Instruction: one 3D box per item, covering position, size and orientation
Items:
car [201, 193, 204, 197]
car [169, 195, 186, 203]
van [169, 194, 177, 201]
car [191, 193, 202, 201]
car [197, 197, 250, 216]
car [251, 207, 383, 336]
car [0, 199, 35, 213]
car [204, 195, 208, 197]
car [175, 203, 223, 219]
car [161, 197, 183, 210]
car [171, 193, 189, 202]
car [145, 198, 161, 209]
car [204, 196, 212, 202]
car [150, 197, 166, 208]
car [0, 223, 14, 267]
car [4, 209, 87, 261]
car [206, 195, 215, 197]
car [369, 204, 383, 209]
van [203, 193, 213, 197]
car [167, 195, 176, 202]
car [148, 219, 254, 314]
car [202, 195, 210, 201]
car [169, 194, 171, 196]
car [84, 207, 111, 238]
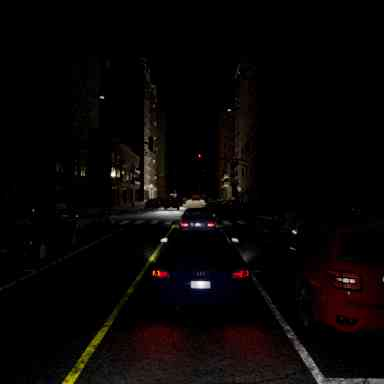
[{"bbox_3d":[3.554,1.334,67.566,2.192,1.841,5.009,1,0,1],"label":"car"},{"bbox_3d":[-2.411,1.613,52.631,1.895,1.301,4.718,0,0,1],"label":"car"},{"bbox_3d":[-4.748,1.370,84.702,1.690,1.788,3.998,1,0,1],"label":"van"},{"bbox_3d":[1.103,1.507,84.820,1.882,1.535,5.008,0,0,1],"label":"car"},{"bbox_3d":[3.150,1.548,32.140,4.902,1.511,2.128,1,-1,1],"label":"car"},{"bbox_3d":[2.756,1.316,6.609,2.192,1.841,5.009,1,0,1],"label":"car"},{"bbox_3d":[-16.412,1.342,29.303,4.902,1.511,2.128,1,-1,1],"label":"car"},{"bbox_3d":[3.403,1.596,56.220,1.802,1.307,4.206,1,0,1],"label":"car"},{"bbox_3d":[0.276,1.551,17.799,2.033,1.411,5.357,0,0,0],"label":"car"},{"bbox_3d":[-2.541,1.611,43.200,1.895,1.301,4.718,0,0,1],"label":"car"},{"bbox_3d":[-2.256,1.368,62.272,2.097,1.767,4.553,0,0,1],"label":"car"},{"bbox_3d":[-5.270,1.555,44.995,1.887,1.381,4.507,1,0,1],"label":"car"},{"bbox_3d":[3.700,1.607,78.912,1.802,1.307,4.206,1,0,1],"label":"car"},{"bbox_3d":[-5.196,1.556,50.668,1.887,1.381,4.507,1,0,1],"label":"car"},{"bbox_3d":[-5.773,1.527,6.560,1.752,1.417,4.829,1,0,1],"label":"car"},{"bbox_3d":[-5.698,1.547,12.354,1.887,1.381,4.507,1,0,1],"label":"car"},{"bbox_3d":[3.329,1.594,50.547,1.802,1.307,4.206,1,0,1],"label":"car"},{"bbox_3d":[17.854,1.784,31.864,4.718,1.301,1.895,0,-1,1],"label":"car"},{"bbox_3d":[3.480,1.357,61.894,1.690,1.788,3.998,1,0,1],"label":"van"},{"bbox_3d":[-4.823,1.465,79.030,1.967,1.590,4.097,1,0,1],"label":"car"},{"bbox_3d":[0.178,1.566,7.736,1.994,1.385,4.181,0,0,1],"label":"car"},{"bbox_3d":[3.849,1.598,90.257,1.947,1.339,4.313,1,0,1],"label":"car"},{"bbox_3d":[-4.973,1.601,67.685,1.802,1.307,4.206,1,0,1],"label":"car"},{"bbox_3d":[-5.626,1.529,17.808,1.752,1.417,4.829,1,0,1],"label":"car"}]
